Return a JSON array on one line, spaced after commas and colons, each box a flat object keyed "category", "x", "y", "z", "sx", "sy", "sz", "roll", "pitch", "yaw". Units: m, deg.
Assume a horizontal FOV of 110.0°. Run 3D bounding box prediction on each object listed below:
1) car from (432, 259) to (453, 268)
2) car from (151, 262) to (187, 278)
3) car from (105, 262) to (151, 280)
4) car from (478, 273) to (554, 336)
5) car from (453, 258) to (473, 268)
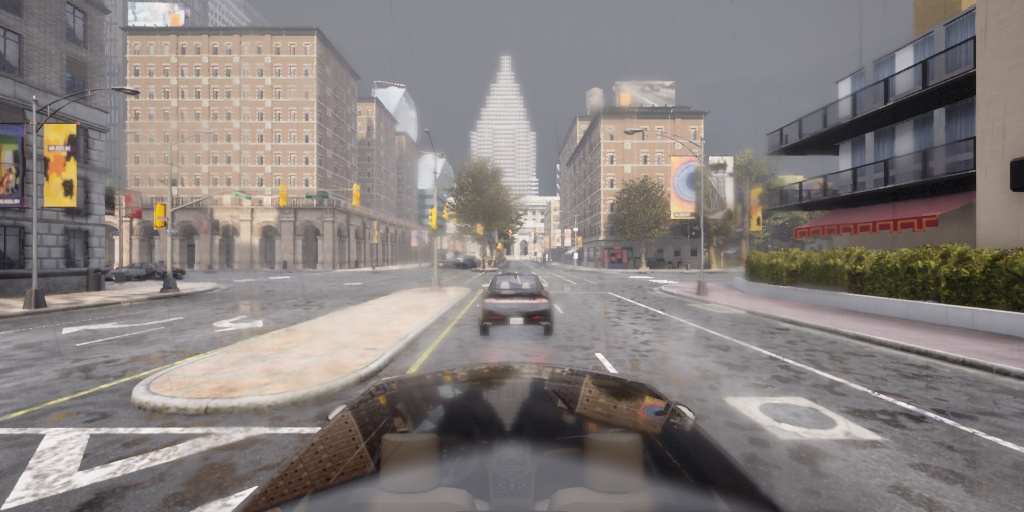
[{"category": "car", "x": -11.499, "y": 1.245, "z": 60.572, "sx": 2.128, "sy": 1.511, "sz": 4.902, "roll": 0, "pitch": 0, "yaw": 0}, {"category": "car", "x": -33.841, "y": 1.299, "z": 33.564, "sx": 5.357, "sy": 1.411, "sz": 2.033, "roll": 0, "pitch": 0, "yaw": 0}, {"category": "car", "x": -33.818, "y": 1.352, "z": 30.065, "sx": 4.718, "sy": 1.301, "sz": 1.895, "roll": 0, "pitch": 0, "yaw": 0}, {"category": "car", "x": 0.108, "y": 1.242, "z": 10.437, "sx": 2.128, "sy": 1.511, "sz": 4.902, "roll": 0, "pitch": 0, "yaw": 0}, {"category": "car", "x": -8.010, "y": 1.354, "z": 59.124, "sx": 1.895, "sy": 1.301, "sz": 4.718, "roll": 0, "pitch": 0, "yaw": 0}]
